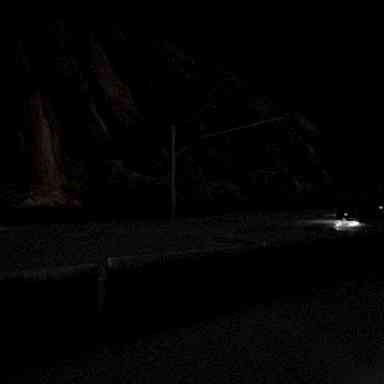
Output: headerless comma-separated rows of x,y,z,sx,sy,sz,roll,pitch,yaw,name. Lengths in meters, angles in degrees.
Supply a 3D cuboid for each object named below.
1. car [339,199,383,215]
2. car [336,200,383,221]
17.330,1.473,33.709,5.357,1.411,2.033,0,0,-36,car
13.340,1.521,26.513,4.181,1.385,1.994,0,0,-36,car
